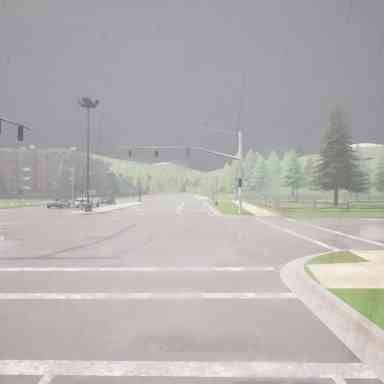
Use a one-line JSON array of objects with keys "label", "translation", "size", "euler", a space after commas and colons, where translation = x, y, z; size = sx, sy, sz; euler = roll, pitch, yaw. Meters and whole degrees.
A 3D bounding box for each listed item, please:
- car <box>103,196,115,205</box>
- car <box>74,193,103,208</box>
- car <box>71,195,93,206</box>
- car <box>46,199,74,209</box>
[{"label": "car", "translation": [-14.980, 1.492, 59.248], "size": [2.128, 1.511, 4.902], "euler": [0, 0, 1]}, {"label": "car", "translation": [-15.043, 1.221, 48.129], "size": [2.150, 2.045, 5.566], "euler": [0, 0, 0]}, {"label": "car", "translation": [-18.507, 1.352, 56.198], "size": [2.097, 1.767, 4.553], "euler": [0, 0, 0]}, {"label": "car", "translation": [-18.547, 1.601, 46.397], "size": [1.895, 1.301, 4.718], "euler": [0, 0, 0]}]
